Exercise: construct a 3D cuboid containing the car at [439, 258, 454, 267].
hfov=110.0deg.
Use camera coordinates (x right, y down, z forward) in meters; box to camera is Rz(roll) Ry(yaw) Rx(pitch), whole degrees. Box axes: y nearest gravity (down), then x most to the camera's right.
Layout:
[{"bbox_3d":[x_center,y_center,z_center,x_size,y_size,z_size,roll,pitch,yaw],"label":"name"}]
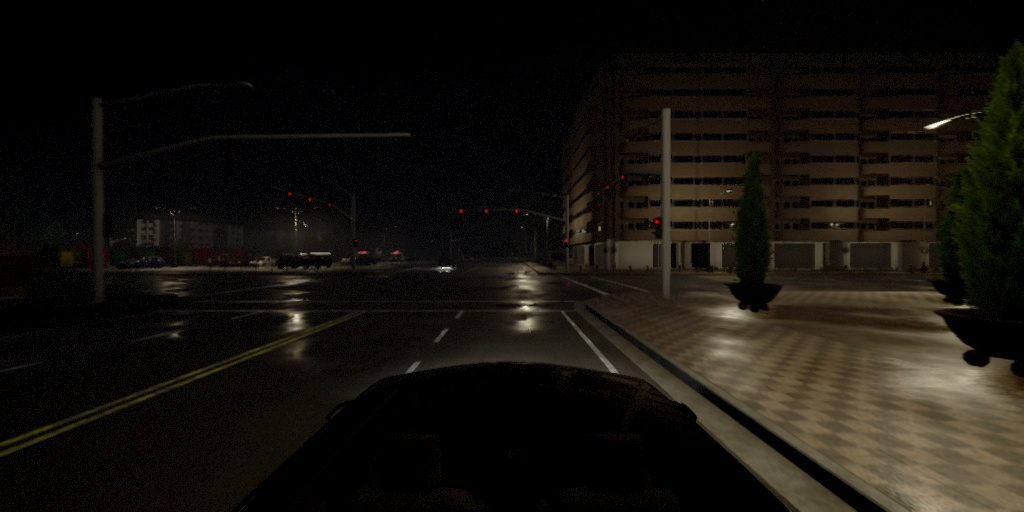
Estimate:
[{"bbox_3d":[-10.479,1.011,57.541,2.128,1.511,4.902,0,1,0],"label":"car"}]
